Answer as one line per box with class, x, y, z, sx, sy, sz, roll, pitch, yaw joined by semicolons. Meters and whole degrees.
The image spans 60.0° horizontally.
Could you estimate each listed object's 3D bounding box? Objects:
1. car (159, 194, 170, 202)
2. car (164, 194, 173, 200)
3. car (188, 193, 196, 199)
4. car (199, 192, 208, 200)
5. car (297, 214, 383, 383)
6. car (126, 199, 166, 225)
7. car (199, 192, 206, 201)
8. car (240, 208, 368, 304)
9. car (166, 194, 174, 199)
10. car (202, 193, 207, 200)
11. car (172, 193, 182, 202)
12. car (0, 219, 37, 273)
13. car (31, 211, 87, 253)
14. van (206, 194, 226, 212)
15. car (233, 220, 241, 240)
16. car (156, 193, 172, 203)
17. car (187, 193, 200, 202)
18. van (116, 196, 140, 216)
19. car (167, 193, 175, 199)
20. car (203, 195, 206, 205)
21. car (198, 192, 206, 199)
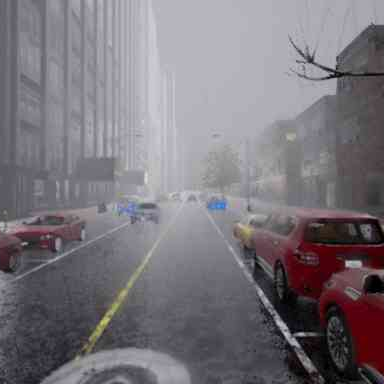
car;-5.655;1.220;68.818;1.752;1.417;4.829;1;0;0
car;-5.652;1.160;79.910;1.752;1.417;4.829;1;0;0
car;0.028;1.031;85.014;1.837;1.490;4.892;0;0;0
car;2.732;0.948;80.078;2.192;1.841;5.009;1;0;0
car;2.704;1.306;2.428;2.192;1.841;5.009;1;0;0
car;-3.090;1.436;23.397;1.812;1.442;4.674;0;0;0
car;2.725;1.218;69.157;1.752;1.417;4.829;1;0;0
car;2.706;1.287;7.977;2.192;1.841;5.009;1;0;0
car;-5.650;1.169;85.628;1.947;1.339;4.313;1;0;0
car;3.018;1.307;51.738;1.812;1.442;4.674;0;0;0
car;-2.999;1.073;63.770;2.097;1.767;4.553;0;0;1
car;-5.678;1.554;7.980;1.802;1.307;4.206;1;0;0
car;-5.675;1.496;13.526;1.887;1.381;4.507;1;0;0
van;2.716;1.198;35.709;1.690;1.788;3.998;1;0;0
car;2.706;1.475;13.695;1.752;1.417;4.829;1;0;0
car;-5.654;1.038;63.441;2.192;1.841;5.009;1;0;0
car;0.022;1.318;65.531;1.895;1.301;4.718;0;0;0
van;-5.666;1.223;30.165;1.690;1.788;3.998;1;0;0
car;-5.648;1.098;91.002;1.752;1.417;4.829;1;0;0
car;2.715;1.397;41.257;1.947;1.339;4.313;1;0;0
car;2.736;0.886;91.171;2.192;1.841;5.009;1;0;0
